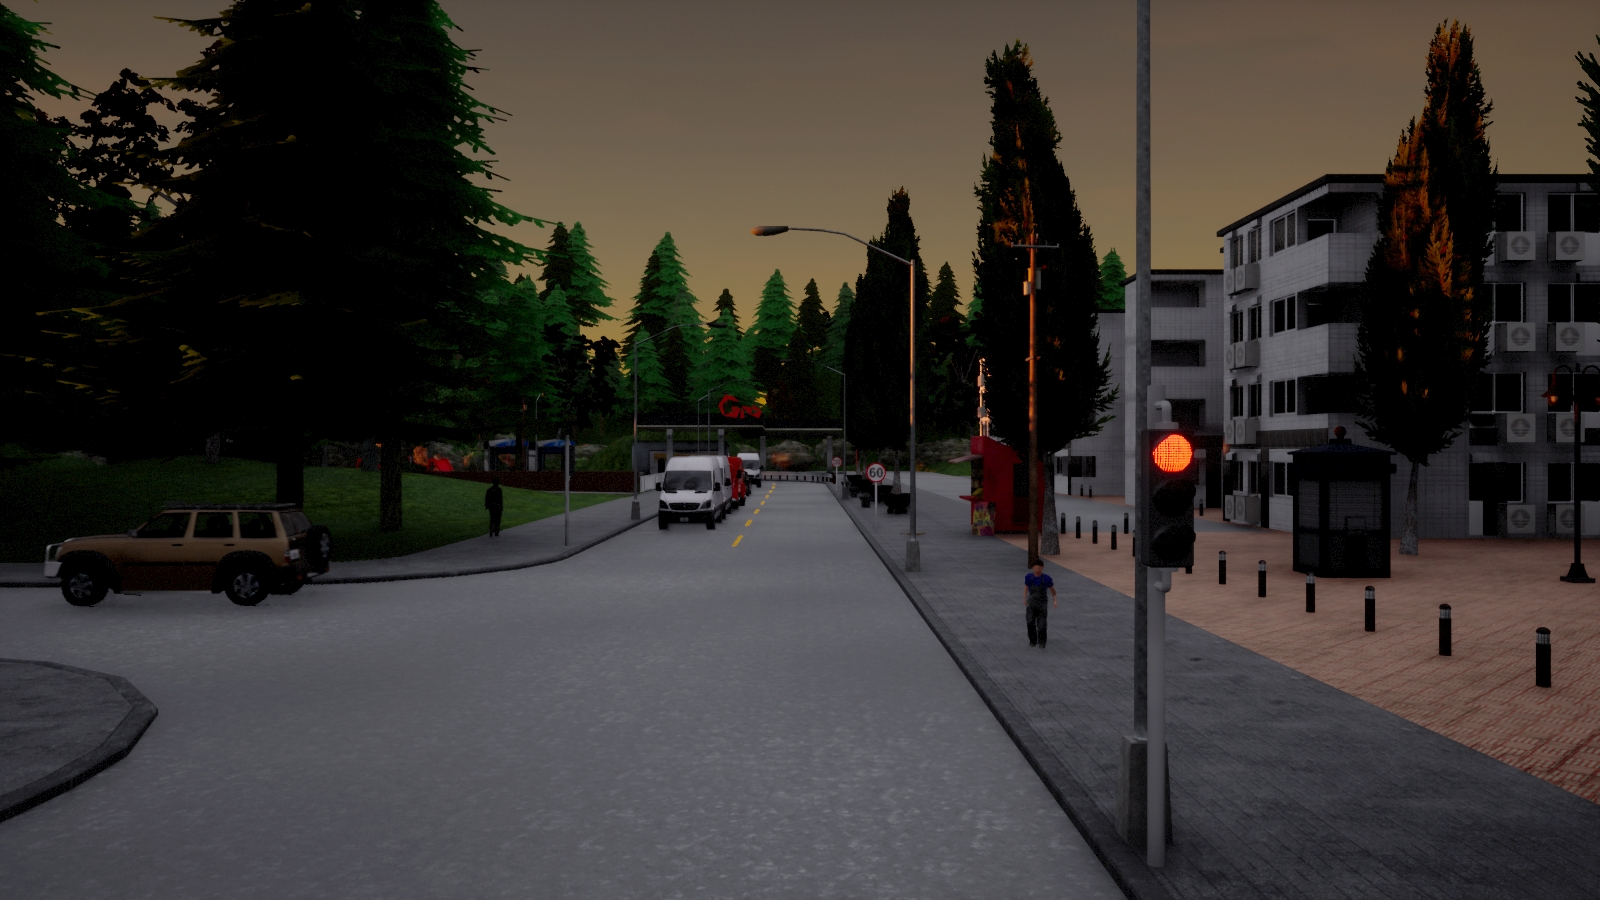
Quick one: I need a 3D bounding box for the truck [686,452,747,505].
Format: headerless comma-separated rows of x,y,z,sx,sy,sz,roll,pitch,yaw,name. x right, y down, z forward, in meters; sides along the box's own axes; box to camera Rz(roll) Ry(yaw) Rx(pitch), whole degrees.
-3.995,1.339,55.631,2.627,2.467,5.204,0,0,0,truck

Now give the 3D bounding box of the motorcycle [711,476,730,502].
-3.975,1.953,57.177,0.856,1.236,1.805,0,0,0,motorcycle

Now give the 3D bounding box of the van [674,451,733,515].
-4.007,1.306,48.327,1.988,2.561,5.915,0,0,0,van

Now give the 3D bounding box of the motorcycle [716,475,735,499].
-3.988,1.975,61.268,0.867,1.251,2.209,0,0,0,motorcycle

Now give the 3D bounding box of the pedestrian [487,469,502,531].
-9.296,1.520,34.750,0.375,1.860,0.375,0,0,0,pedestrian

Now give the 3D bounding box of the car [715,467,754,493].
-3.975,1.816,70.543,2.128,1.511,4.902,0,0,0,car

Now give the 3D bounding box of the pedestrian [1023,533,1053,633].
3.240,1.802,15.546,0.375,1.300,0.375,0,0,14,pedestrian

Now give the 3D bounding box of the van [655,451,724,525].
-4.013,1.307,42.390,1.988,2.561,5.915,0,0,0,van

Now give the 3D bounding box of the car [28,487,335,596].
-11.305,1.640,21.140,4.605,1.855,1.932,0,0,-2,car
